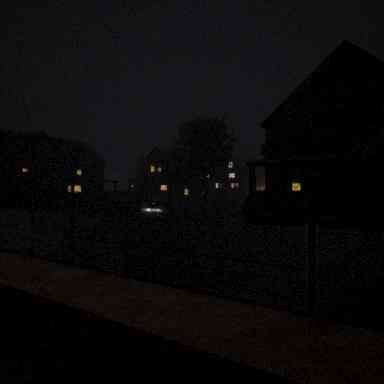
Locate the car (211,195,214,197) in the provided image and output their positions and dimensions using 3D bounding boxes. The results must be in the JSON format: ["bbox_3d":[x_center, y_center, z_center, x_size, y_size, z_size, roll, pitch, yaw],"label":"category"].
[{"bbox_3d":[4.312,0.534,43.660,1.837,1.490,4.892,1,2,36],"label":"car"}]

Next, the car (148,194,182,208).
[{"bbox_3d":[-2.572,0.871,34.049,1.994,1.385,4.181,1,2,36],"label":"car"}]

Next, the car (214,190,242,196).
[{"bbox_3d":[5.009,0.646,39.613,1.837,1.490,4.892,1,2,35],"label":"car"}]

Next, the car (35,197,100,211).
[{"bbox_3d":[-9.256,1.125,24.697,2.033,1.411,5.357,1,2,35],"label":"car"}]
